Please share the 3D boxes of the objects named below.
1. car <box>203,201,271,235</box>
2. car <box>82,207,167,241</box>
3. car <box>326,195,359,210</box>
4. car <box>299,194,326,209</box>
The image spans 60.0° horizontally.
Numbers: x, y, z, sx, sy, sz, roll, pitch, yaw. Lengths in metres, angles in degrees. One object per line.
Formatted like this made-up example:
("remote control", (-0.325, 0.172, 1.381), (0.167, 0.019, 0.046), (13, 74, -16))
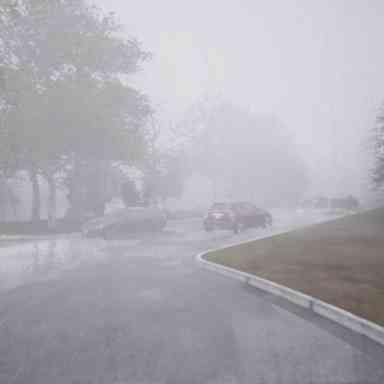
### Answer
("car", (2.636, 1.261, 18.560), (2.097, 1.767, 4.553), (-1, 0, 39))
("car", (-3.352, 1.552, 17.297), (1.812, 1.442, 4.674), (-1, 0, 44))
("car", (16.453, 1.083, 35.689), (1.882, 1.535, 5.008), (-1, 0, 39))
("car", (14.116, 0.996, 38.656), (2.097, 1.767, 4.553), (-1, 0, 39))
